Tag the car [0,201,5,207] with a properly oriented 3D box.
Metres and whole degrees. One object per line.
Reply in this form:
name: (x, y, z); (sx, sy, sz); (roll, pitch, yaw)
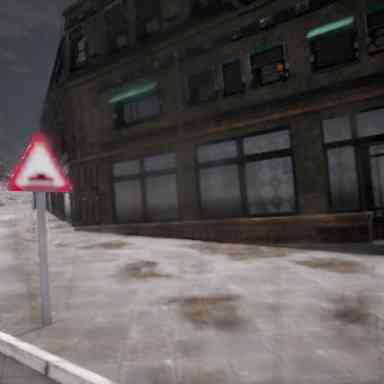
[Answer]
car: (-33.709, 2.035, 56.312); (1.994, 1.385, 4.181); (-5, 0, 4)
